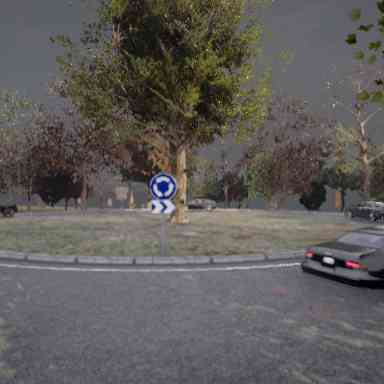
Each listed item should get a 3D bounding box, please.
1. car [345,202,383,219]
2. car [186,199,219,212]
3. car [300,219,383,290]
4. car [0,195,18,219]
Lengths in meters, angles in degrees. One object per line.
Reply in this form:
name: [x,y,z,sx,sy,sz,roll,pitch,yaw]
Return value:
car: [14.180,1.541,26.403,1.837,1.490,4.892,1,0,-7]
car: [0.721,1.544,39.071,4.902,1.511,2.128,0,0,10]
car: [5.282,1.559,8.398,5.357,1.411,2.033,0,0,-25]
car: [-17.108,1.259,27.370,2.150,2.045,5.566,-1,0,17]
